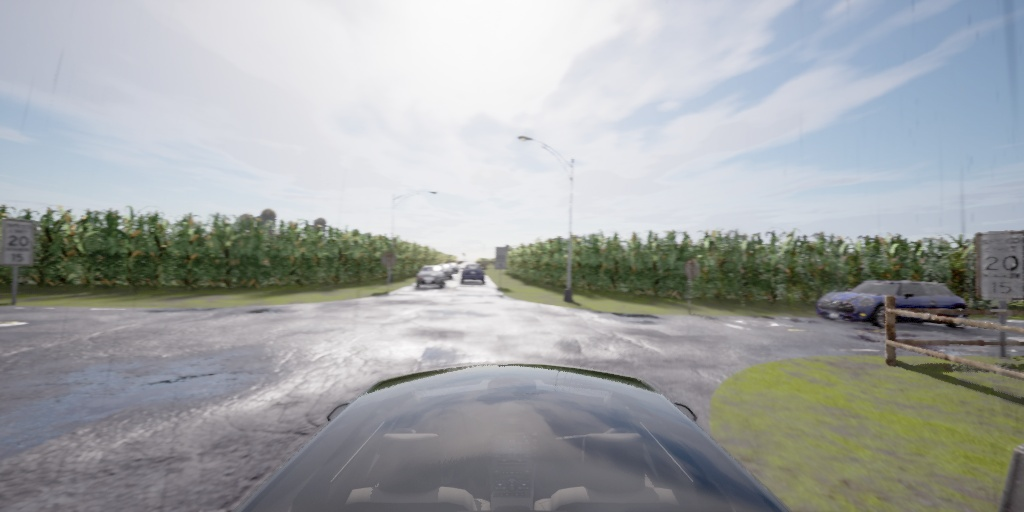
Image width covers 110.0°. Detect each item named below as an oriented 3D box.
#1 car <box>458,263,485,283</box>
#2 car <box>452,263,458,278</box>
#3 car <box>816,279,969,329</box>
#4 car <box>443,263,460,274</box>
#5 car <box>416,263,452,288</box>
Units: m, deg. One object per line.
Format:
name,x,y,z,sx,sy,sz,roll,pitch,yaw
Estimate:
car,-3.513,1.453,32.326,2.097,1.767,4.553,1,-1,-6
car,-6.947,1.573,36.521,2.128,1.511,4.902,1,-1,-7
car,14.373,1.718,13.722,4.553,1.767,2.097,2,-1,-6
car,-8.545,1.736,51.167,2.128,1.511,4.902,1,-1,-6
car,-5.803,1.457,26.209,2.128,1.511,4.902,1,-1,-6
